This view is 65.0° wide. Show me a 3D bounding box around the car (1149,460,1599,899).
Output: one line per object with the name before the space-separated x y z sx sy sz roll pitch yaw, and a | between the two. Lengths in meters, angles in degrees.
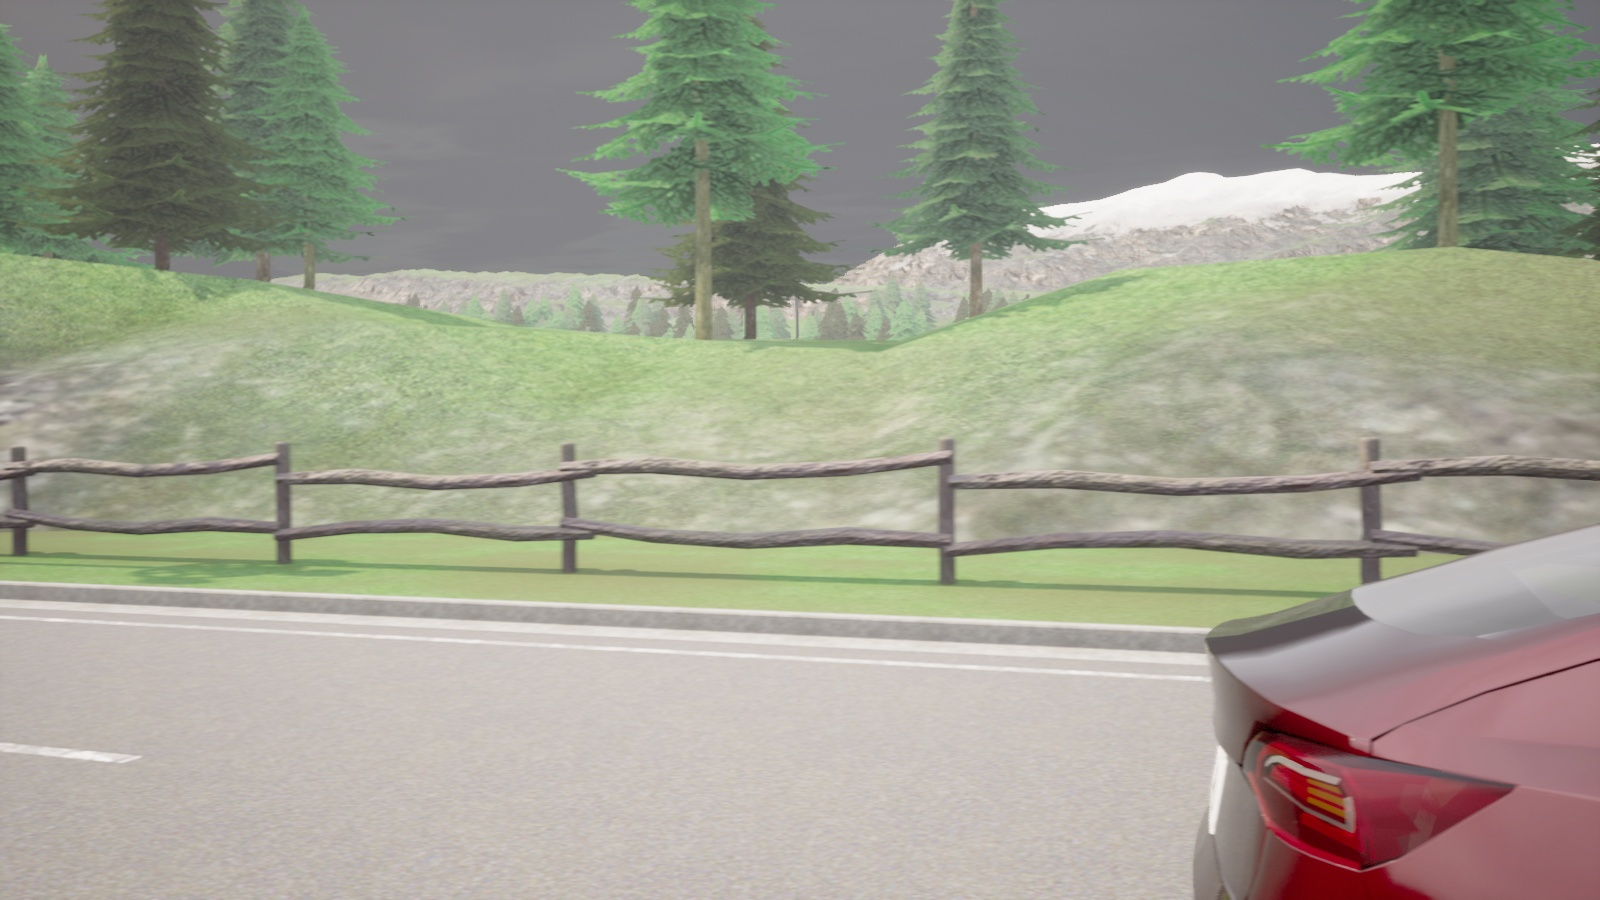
car | 3.136 0.795 2.138 4.792 1.488 2.163 0 1 19
